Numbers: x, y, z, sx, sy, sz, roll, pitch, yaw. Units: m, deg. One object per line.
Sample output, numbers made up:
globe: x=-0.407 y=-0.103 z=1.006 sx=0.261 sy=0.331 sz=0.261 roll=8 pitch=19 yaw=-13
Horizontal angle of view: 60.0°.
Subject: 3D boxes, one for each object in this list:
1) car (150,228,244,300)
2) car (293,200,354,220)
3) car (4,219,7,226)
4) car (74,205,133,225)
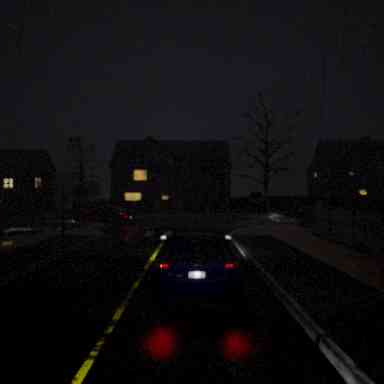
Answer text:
car: x=0.102 y=1.601 z=8.513 sx=1.994 sy=1.385 sz=4.181 roll=0 pitch=0 yaw=0
car: x=10.340 y=1.335 z=26.093 sx=4.674 sy=1.442 sz=1.812 roll=-2 pitch=1 yaw=0
car: x=-15.293 y=2.007 z=23.134 sx=4.181 sy=1.385 sz=1.994 roll=-1 pitch=1 yaw=1
car: x=-6.818 y=1.744 z=25.637 sx=4.674 sy=1.442 sz=1.812 roll=-1 pitch=0 yaw=19
